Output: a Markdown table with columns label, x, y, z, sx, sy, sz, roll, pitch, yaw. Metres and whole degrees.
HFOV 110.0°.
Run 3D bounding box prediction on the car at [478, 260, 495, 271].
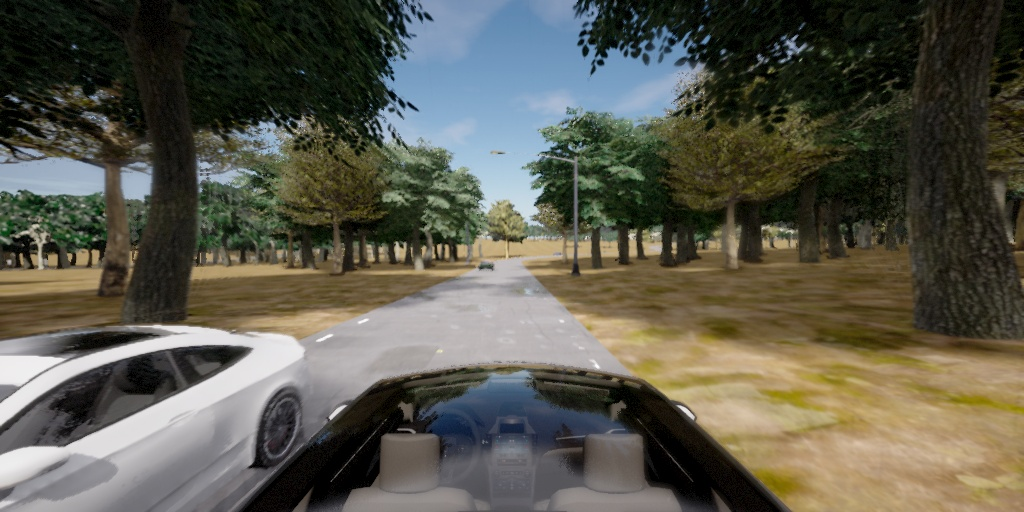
| label | x | y | z | sx | sy | sz | roll | pitch | yaw |
| --- | --- | --- | --- | --- | --- | --- | --- | --- | --- |
| car | -3.081 | 1.147 | 43.902 | 1.895 | 1.301 | 4.718 | 0 | 1 | 0 |

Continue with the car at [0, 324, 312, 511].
| label | x | y | z | sx | sy | sz | roll | pitch | yaw |
| --- | --- | --- | --- | --- | --- | --- | --- | --- | --- |
| car | -3.098 | 1.274 | 2.158 | 1.812 | 1.442 | 4.674 | 0 | 0 | 0 |
